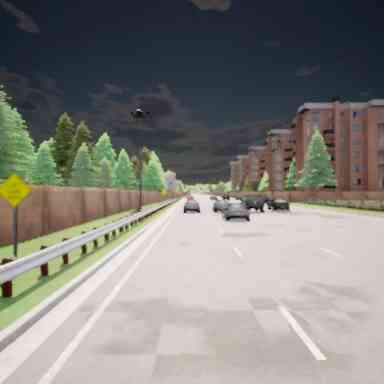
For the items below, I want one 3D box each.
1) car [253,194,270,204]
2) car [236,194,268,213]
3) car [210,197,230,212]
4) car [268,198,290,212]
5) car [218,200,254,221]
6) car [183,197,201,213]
[{"bbox_3d":[13.788,1.369,66.493,2.150,2.045,5.566,0,0,0],"label":"car"},{"bbox_3d":[6.975,1.312,39.128,2.150,2.045,5.566,0,0,0],"label":"car"},{"bbox_3d":[3.488,1.659,40.011,1.994,1.385,4.181,0,0,0],"label":"car"},{"bbox_3d":[10.486,1.564,40.694,1.882,1.535,5.008,0,0,0],"label":"car"},{"bbox_3d":[3.588,1.627,27.899,1.994,1.385,4.181,0,0,0],"label":"car"},{"bbox_3d":[-0.011,1.662,39.067,1.994,1.385,4.181,0,0,0],"label":"car"}]
